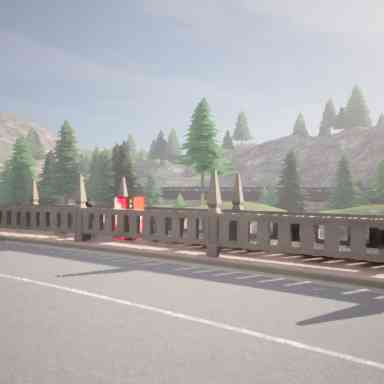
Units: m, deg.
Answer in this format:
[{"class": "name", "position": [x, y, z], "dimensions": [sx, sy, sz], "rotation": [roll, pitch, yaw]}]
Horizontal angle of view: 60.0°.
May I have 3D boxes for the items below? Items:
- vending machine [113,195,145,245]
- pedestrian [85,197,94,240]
[{"class": "vending machine", "position": [-2.789, 1.189, 14.724], "dimensions": [0.880, 2.100, 1.100], "rotation": [1, 0, 29]}, {"class": "pedestrian", "position": [-4.510, 1.136, 14.338], "dimensions": [0.375, 1.860, 0.375], "rotation": [1, 1, 28]}]
